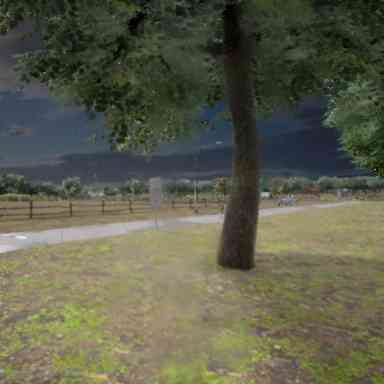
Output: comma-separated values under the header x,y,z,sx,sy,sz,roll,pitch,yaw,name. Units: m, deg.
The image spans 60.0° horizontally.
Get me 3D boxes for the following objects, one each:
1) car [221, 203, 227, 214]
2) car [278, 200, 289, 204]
x,y,z,sx,sy,sz,roll,pitch,yaw,name
5.027,1.613,37.008,2.128,1.511,4.902,-2,-1,36,car
14.329,1.379,49.726,1.994,1.385,4.181,-2,-1,36,car
